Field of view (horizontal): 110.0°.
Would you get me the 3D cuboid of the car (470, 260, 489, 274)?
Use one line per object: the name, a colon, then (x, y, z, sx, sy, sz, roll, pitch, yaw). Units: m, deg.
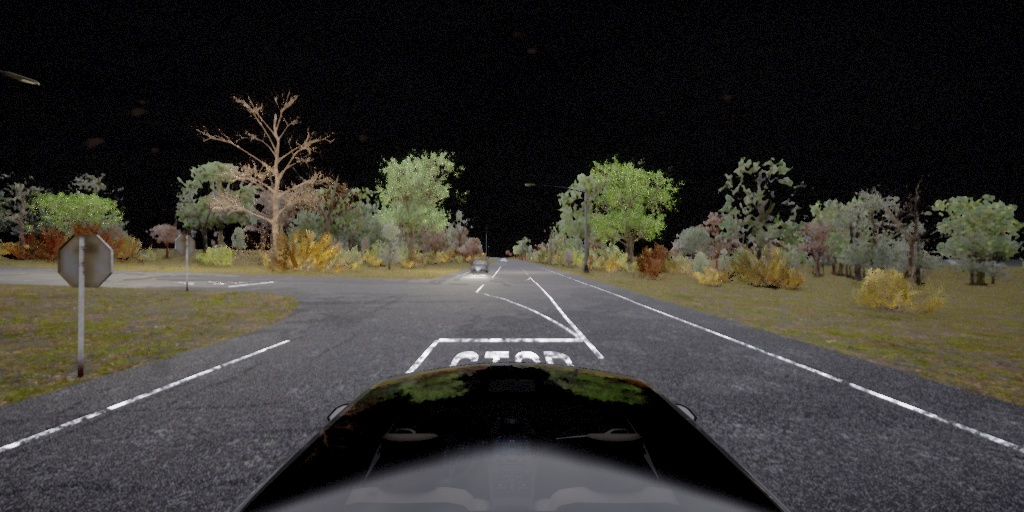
car: (-3.590, 1.239, 40.582, 2.128, 1.511, 4.902, 0, 0, 0)
